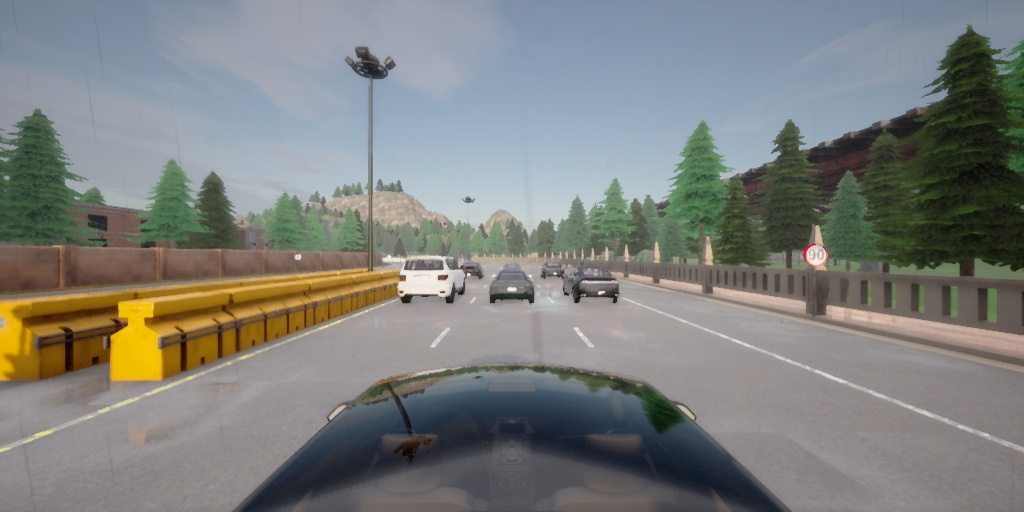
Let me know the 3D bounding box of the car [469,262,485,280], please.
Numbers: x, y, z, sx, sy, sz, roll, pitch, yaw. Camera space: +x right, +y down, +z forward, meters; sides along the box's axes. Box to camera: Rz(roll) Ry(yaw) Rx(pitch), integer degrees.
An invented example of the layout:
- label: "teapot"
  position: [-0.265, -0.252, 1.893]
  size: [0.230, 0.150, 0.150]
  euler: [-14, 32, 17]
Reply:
- label: "car"
  position: [-3.500, 1.264, 31.500]
  size: [1.837, 1.490, 4.892]
  euler: [0, 0, 0]

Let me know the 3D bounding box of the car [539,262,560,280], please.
- label: "car"
  position: [3.500, 1.243, 31.500]
  size: [2.128, 1.511, 4.902]
  euler: [0, 0, 0]

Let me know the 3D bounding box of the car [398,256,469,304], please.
- label: "car"
  position: [-3.500, 1.005, 16.530]
  size: [2.150, 2.045, 5.566]
  euler: [0, 0, 0]

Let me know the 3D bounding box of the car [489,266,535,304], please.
- label: "car"
  position: [0.000, 1.320, 16.500]
  size: [1.994, 1.385, 4.181]
  euler: [0, 0, 0]

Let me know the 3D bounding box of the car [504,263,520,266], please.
- label: "car"
  position: [0.000, 1.311, 31.500]
  size: [2.033, 1.411, 5.357]
  euler: [0, 0, 0]

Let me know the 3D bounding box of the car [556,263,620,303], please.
- label: "car"
  position: [3.500, 1.242, 16.500]
  size: [2.128, 1.511, 4.902]
  euler: [0, 0, 0]
